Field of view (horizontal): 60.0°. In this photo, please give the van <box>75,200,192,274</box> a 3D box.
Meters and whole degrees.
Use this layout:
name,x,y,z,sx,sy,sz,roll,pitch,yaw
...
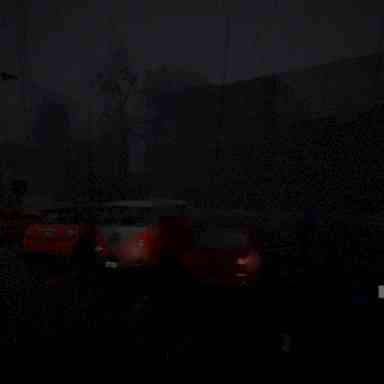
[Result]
name,x,y,z,sx,sy,sz,roll,pitch,yaw
van,-1.383,1.238,10.340,1.878,1.987,4.442,1,0,16

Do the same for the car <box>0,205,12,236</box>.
name,x,y,z,sx,sy,sz,roll,pitch,yaw
car,-8.699,1.392,15.475,1.946,1.575,5.366,1,0,16

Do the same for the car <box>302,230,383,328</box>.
name,x,y,z,sx,sy,sz,roll,pitch,yaw
car,3.500,1.520,7.019,2.163,1.488,4.792,0,-1,15

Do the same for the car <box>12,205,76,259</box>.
name,x,y,z,sx,sy,sz,roll,pitch,yaw
car,-3.803,1.319,12.161,2.185,1.767,4.553,0,0,15

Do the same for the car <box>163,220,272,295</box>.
name,x,y,z,sx,sy,sz,roll,pitch,yaw
car,1.062,1.518,8.719,2.002,1.452,4.674,0,-1,16
